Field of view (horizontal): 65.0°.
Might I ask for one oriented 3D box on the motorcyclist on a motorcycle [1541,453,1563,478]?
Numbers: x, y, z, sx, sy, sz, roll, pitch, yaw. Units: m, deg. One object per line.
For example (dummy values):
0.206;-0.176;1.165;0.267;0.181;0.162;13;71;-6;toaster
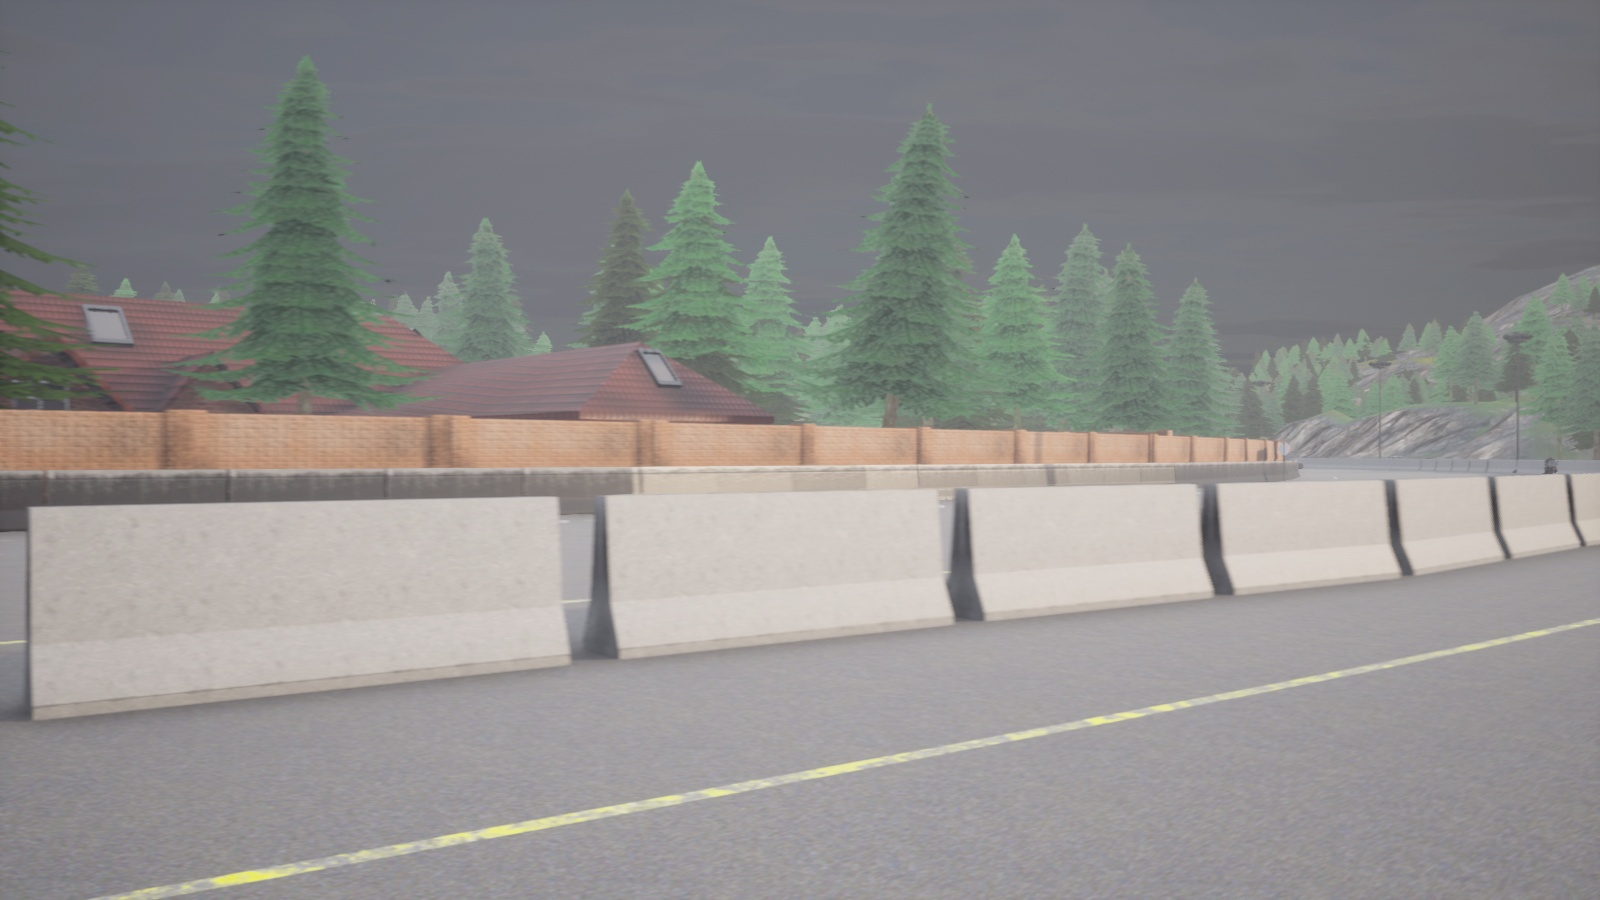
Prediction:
46.657;0.957;77.967;0.866;1.530;2.191;-1;-1;23;motorcyclist on a motorcycle
